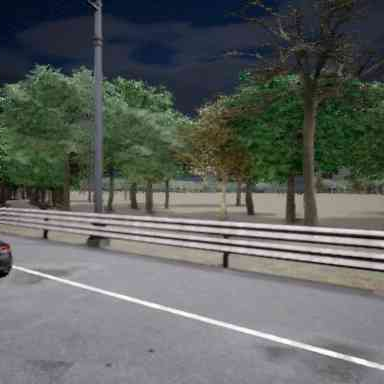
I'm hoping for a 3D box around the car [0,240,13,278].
[{"bbox_3d":[-6.539,1.533,8.886,4.674,1.442,1.812,0,0,37],"label":"car"}]
